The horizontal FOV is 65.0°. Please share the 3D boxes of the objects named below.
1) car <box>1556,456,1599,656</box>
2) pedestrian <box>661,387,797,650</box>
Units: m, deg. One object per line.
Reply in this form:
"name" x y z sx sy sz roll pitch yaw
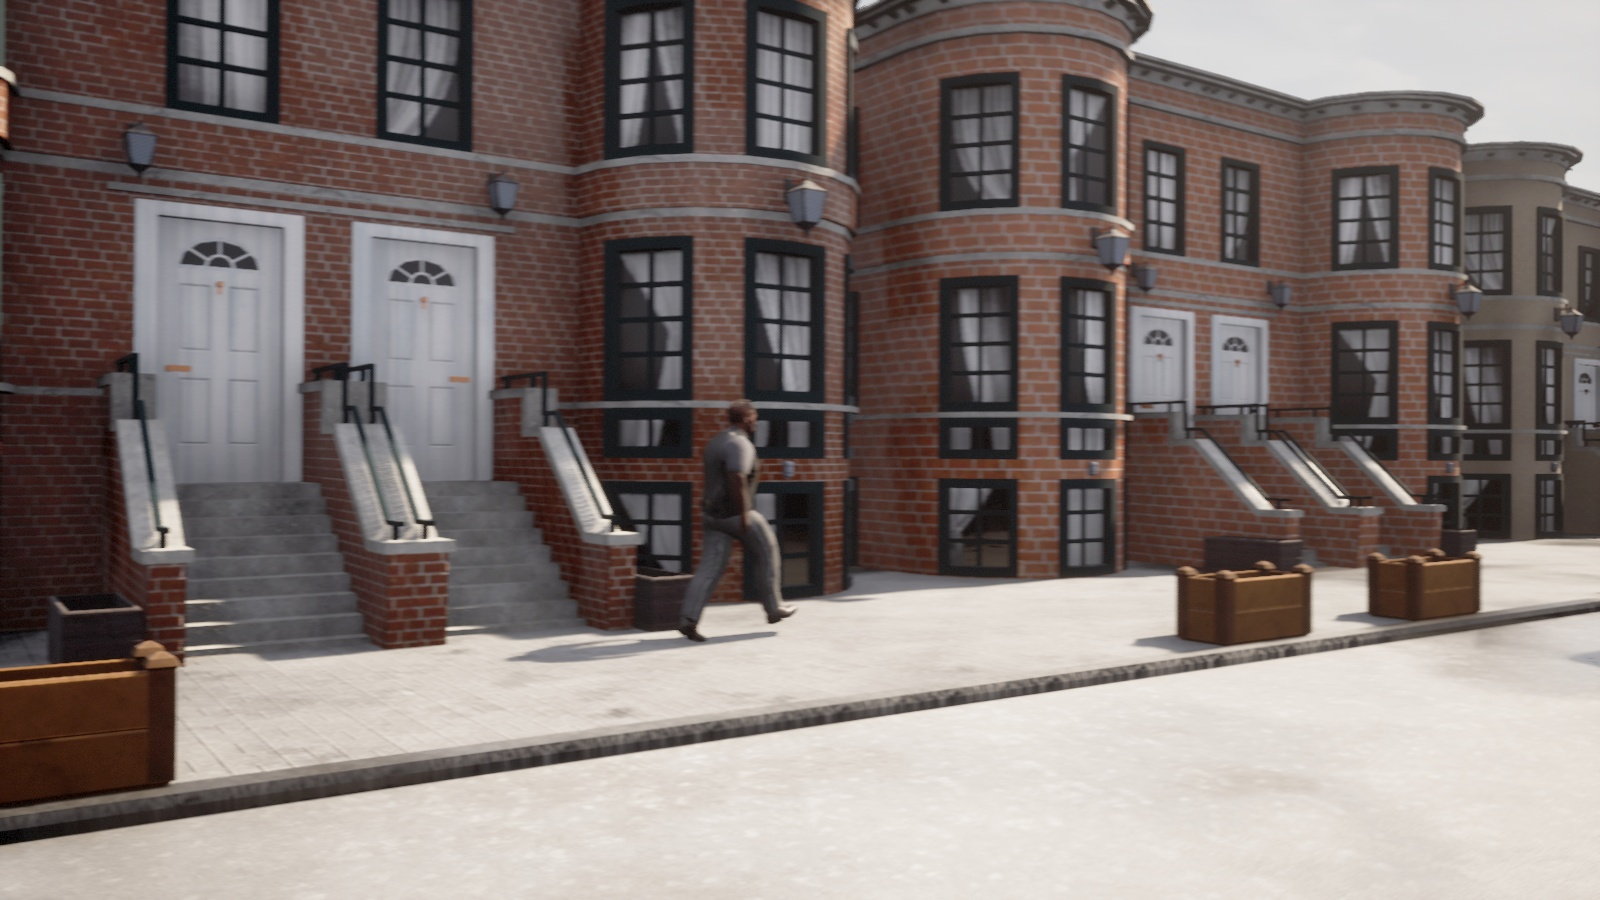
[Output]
"car" 8.377 0.794 10.095 4.792 1.488 2.163 0 0 -35
"pedestrian" -0.533 0.495 9.471 0.849 1.883 0.563 0 0 -35
